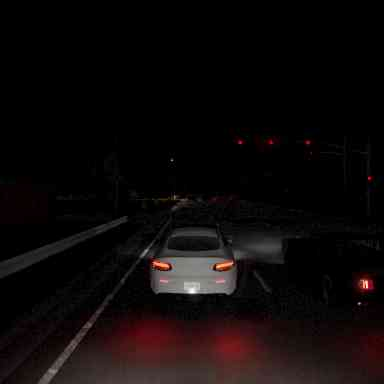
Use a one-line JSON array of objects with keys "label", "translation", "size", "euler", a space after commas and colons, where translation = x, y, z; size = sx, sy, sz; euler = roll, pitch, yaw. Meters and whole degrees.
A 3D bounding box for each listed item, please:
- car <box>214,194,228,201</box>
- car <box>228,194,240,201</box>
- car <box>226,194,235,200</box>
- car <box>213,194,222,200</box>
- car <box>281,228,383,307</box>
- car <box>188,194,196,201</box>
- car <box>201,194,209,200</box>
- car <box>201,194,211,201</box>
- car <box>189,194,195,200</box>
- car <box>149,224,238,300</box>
[{"label": "car", "translation": [7.012, 1.348, 81.160], "size": [2.097, 1.767, 4.553], "euler": [0, 0, 0]}, {"label": "car", "translation": [10.512, 1.469, 80.773], "size": [1.882, 1.535, 5.008], "euler": [0, 0, 0]}, {"label": "car", "translation": [10.513, 1.310, 91.193], "size": [1.882, 1.535, 5.008], "euler": [0, 0, 0]}, {"label": "car", "translation": [7.013, 1.357, 91.193], "size": [2.128, 1.511, 4.902], "euler": [0, 0, 0]}, {"label": "car", "translation": [3.564, 1.601, 7.906], "size": [1.895, 1.301, 4.718], "euler": [0, 0, 0]}, {"label": "car", "translation": [0.012, 1.531, 80.775], "size": [2.033, 1.411, 5.357], "euler": [0, 0, 0]}, {"label": "car", "translation": [3.513, 1.357, 91.194], "size": [2.128, 1.511, 4.902], "euler": [0, 0, 0]}, {"label": "car", "translation": [3.512, 1.348, 81.161], "size": [2.097, 1.767, 4.553], "euler": [0, 0, 0]}, {"label": "car", "translation": [0.013, 1.332, 91.194], "size": [1.837, 1.490, 4.892], "euler": [0, 0, 0]}, {"label": "car", "translation": [0.075, 1.526, 8.297], "size": [1.812, 1.442, 4.674], "euler": [0, 0, 2]}]
